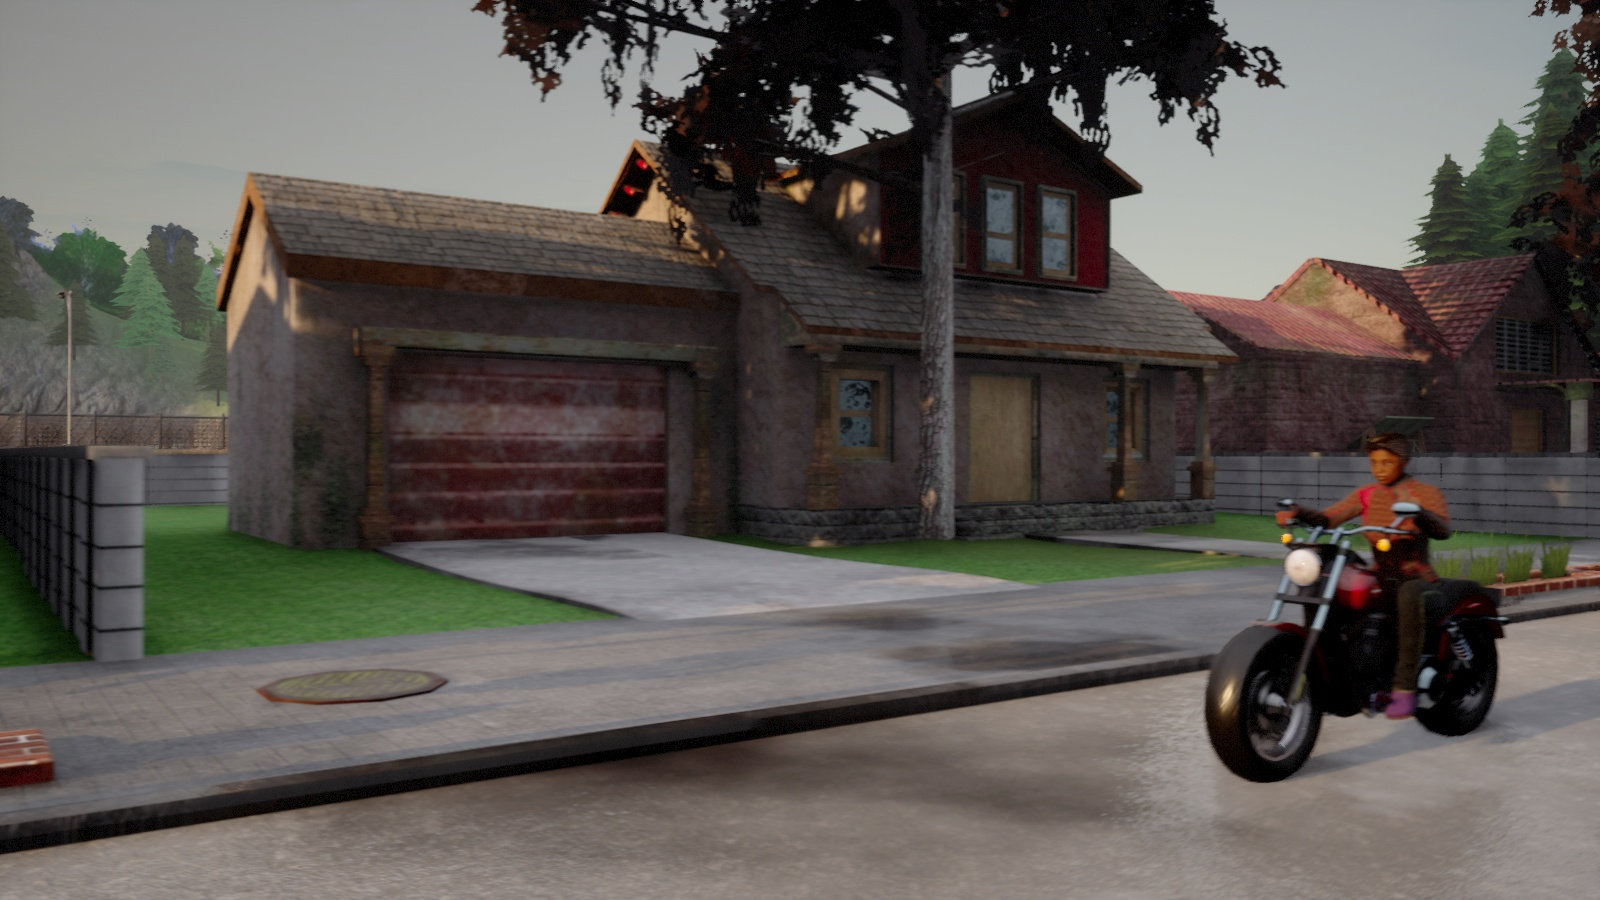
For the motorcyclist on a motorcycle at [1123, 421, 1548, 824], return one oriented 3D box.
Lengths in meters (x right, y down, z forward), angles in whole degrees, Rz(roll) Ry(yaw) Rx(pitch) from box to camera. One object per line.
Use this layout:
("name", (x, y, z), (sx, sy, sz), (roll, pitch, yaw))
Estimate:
("motorcyclist on a motorcycle", (2.674, 0.705, 6.129), (2.350, 1.649, 0.766), (0, 0, -35))
